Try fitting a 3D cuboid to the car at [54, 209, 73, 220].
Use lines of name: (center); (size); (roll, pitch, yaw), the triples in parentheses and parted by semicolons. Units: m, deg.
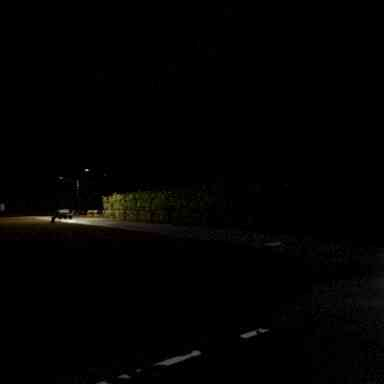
car: (-19.264, 3.355, 49.660); (2.128, 1.511, 4.902); (2, -3, -36)
